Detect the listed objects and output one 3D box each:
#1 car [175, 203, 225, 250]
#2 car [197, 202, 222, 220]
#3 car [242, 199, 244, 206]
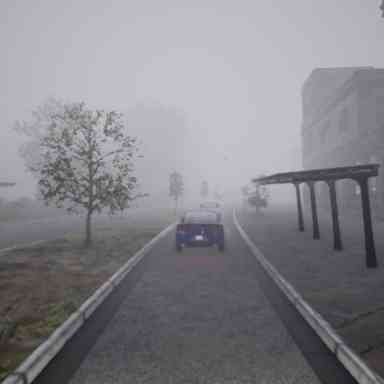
[{"bbox_3d":[0.409,1.465,14.376,1.882,1.535,5.008,0,0,3],"label":"car"},{"bbox_3d":[1.610,1.584,28.906,1.895,1.301,4.718,0,0,6],"label":"car"},{"bbox_3d":[10.075,1.755,59.968,2.097,1.535,5.008,-1,-1,13],"label":"car"}]
